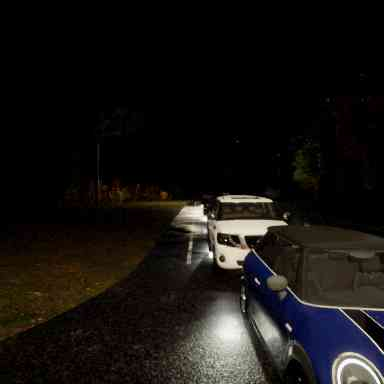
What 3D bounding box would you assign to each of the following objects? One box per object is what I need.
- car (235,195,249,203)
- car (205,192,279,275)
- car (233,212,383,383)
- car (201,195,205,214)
[{"bbox_3d":[9.431,1.237,62.883,1.994,1.385,4.181,0,0,1],"label":"car"},{"bbox_3d":[1.666,1.160,10.542,2.150,2.045,5.566,0,0,1],"label":"car"},{"bbox_3d":[1.934,1.338,4.198,2.097,1.767,4.553,0,0,-1],"label":"car"},{"bbox_3d":[1.949,1.345,30.139,1.837,1.490,4.892,0,0,1],"label":"car"}]
